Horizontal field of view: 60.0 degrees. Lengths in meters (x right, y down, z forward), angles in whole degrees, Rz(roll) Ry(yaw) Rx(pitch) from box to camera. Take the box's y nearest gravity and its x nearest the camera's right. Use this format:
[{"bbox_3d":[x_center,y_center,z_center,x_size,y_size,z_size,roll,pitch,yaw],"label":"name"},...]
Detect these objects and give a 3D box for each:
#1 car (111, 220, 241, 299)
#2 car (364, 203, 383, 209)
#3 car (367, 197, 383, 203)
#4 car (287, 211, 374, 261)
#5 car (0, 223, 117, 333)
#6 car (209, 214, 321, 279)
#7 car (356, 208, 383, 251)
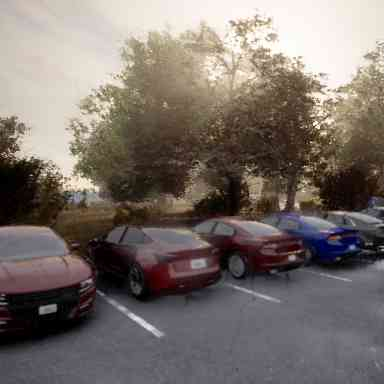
[{"bbox_3d":[-1.226,1.525,8.753,2.163,1.488,4.792,0,0,-36],"label":"car"},{"bbox_3d":[10.266,1.547,16.954,2.231,1.521,4.892,0,0,-36],"label":"car"},{"bbox_3d":[12.482,1.302,18.498,2.435,2.045,5.566,0,0,-36],"label":"car"},{"bbox_3d":[3.386,1.516,12.012,2.097,1.535,5.008,0,0,-36],"label":"car"},{"bbox_3d":[-3.609,1.484,7.017,2.097,1.535,5.008,0,0,-36],"label":"car"},{"bbox_3d":[1.090,1.506,10.369,2.097,1.535,5.008,0,0,-36],"label":"car"},{"bbox_3d":[5.682,1.528,13.656,2.231,1.521,4.892,0,0,-36],"label":"car"}]
